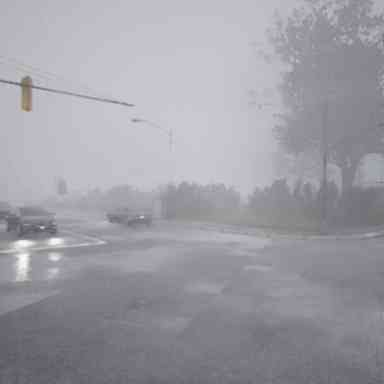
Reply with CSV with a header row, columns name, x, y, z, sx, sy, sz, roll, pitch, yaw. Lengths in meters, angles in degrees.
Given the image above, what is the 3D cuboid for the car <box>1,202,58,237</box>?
name,x,y,z,sx,sy,sz,roll,pitch,yaw
car,-9.015,1.546,18.594,1.837,1.490,4.892,1,0,-39

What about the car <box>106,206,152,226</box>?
name,x,y,z,sx,sy,sz,roll,pitch,yaw
car,-4.691,1.695,24.550,1.994,1.385,4.181,1,-1,-39

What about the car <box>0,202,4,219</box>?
name,x,y,z,sx,sy,sz,roll,pitch,yaw
car,-15.582,1.512,26.787,1.882,1.535,5.008,1,-1,-39
